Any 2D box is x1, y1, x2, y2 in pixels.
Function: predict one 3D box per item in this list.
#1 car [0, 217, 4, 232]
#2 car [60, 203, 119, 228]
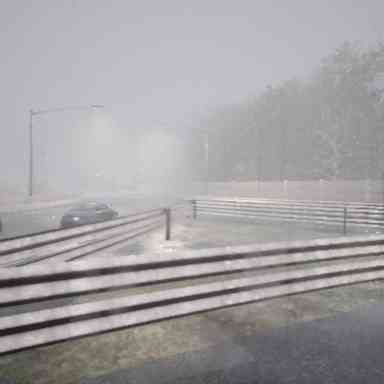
[{"bbox_3d":[-9.850,1.070,13.233,2.097,1.767,4.553,1,1,11],"label":"car"},{"bbox_3d":[-5.532,1.284,18.565,1.994,1.385,4.181,1,1,7],"label":"car"}]
